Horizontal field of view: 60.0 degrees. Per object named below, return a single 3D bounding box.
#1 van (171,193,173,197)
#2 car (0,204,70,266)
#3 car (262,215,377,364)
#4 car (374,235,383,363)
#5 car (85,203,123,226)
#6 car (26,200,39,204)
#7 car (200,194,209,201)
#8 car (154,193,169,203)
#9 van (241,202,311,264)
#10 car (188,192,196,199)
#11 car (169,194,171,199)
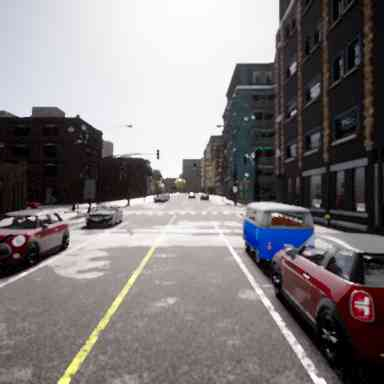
[{"bbox_3d":[-5.686,0.994,71.342,1.690,1.788,3.998,1,0,0],"label":"van"},{"bbox_3d":[-5.677,1.386,11.204,1.967,1.590,4.097,1,0,0],"label":"car"},{"bbox_3d":[2.704,1.412,5.791,1.967,1.590,4.097,1,0,0],"label":"car"},{"bbox_3d":[2.707,1.313,0.383,2.192,1.841,5.009,1,0,0],"label":"car"},{"bbox_3d":[-5.682,1.445,22.019,2.008,1.369,4.403,1,0,0],"label":"car"},{"bbox_3d":[-19.308,1.433,37.270,4.507,1.381,1.887,0,0,1],"label":"car"},{"bbox_3d":[2.691,1.093,71.405,1.967,1.590,4.097,1,0,0],"label":"car"},{"bbox_3d":[-5.765,1.253,59.974,1.887,1.381,4.507,1,0,0],"label":"car"},{"bbox_3d":[2.705,1.287,11.198,1.690,1.788,3.998,1,0,0],"label":"van"},{"bbox_3d":[-0.017,1.116,88.062,1.994,1.385,4.181,0,0,0],"label":"car"},{"bbox_3d":[-5.690,1.226,65.656,1.887,1.381,4.507,1,0,0],"label":"car"}]
